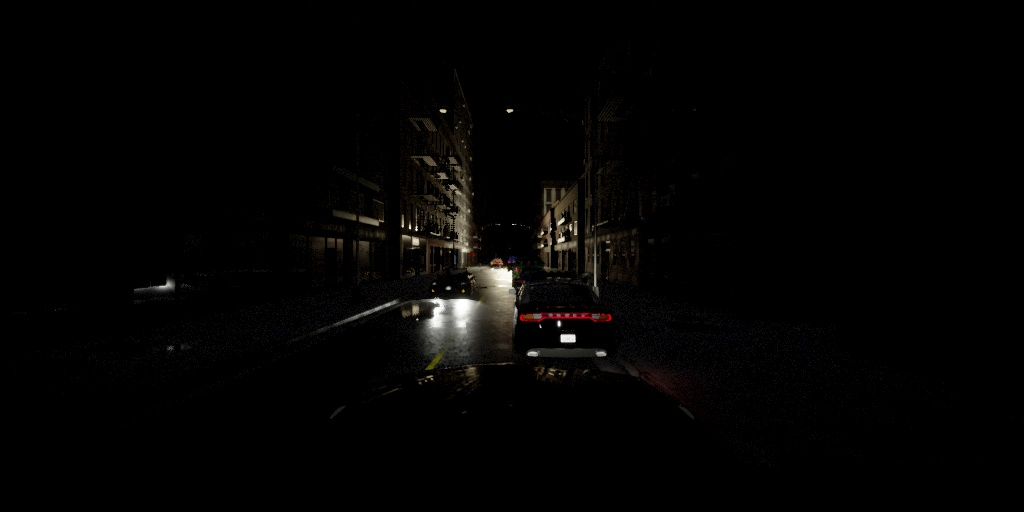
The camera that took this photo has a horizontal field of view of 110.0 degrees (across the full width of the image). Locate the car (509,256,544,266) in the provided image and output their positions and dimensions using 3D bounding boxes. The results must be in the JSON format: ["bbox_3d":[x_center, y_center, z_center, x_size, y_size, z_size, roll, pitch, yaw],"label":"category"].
[{"bbox_3d":[1.072,0.994,24.506,2.150,2.045,5.566,0,0,0],"label":"car"}]

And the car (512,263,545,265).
[{"bbox_3d":[1.028,1.286,18.475,1.812,1.442,4.674,0,0,0],"label":"car"}]

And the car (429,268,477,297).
[{"bbox_3d":[-2.971,1.323,18.745,1.994,1.385,4.181,0,0,0],"label":"car"}]

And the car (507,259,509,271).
[{"bbox_3d":[0.360,1.437,47.071,1.895,1.301,4.718,0,0,1],"label":"car"}]

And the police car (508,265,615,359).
[{"bbox_3d":[0.957,1.177,8.584,1.930,1.638,5.238,0,0,0],"label":"police car"}]

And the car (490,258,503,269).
[{"bbox_3d":[-2.562,1.248,61.748,2.097,1.767,4.553,0,0,0],"label":"car"}]
